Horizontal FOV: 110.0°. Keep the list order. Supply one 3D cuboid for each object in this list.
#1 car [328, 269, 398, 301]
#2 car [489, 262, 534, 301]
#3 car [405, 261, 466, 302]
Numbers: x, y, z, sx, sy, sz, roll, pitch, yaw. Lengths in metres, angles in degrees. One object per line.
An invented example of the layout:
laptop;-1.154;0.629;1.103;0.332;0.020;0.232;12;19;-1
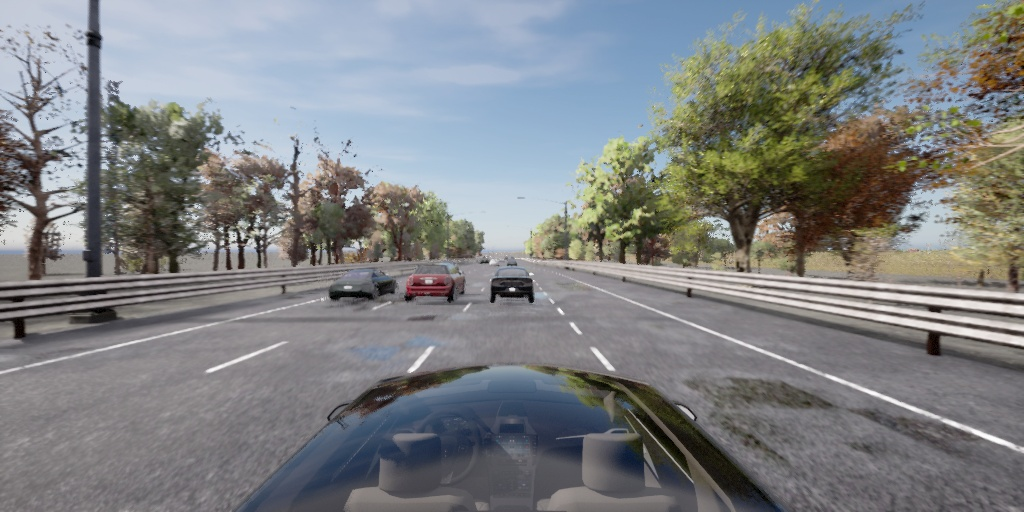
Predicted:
car;-6.998;1.313;17.295;1.994;1.385;4.181;0;0;0
car;0.004;1.227;17.204;1.882;1.535;5.008;0;0;0
car;-3.496;1.101;17.169;2.097;1.767;4.553;0;0;0
